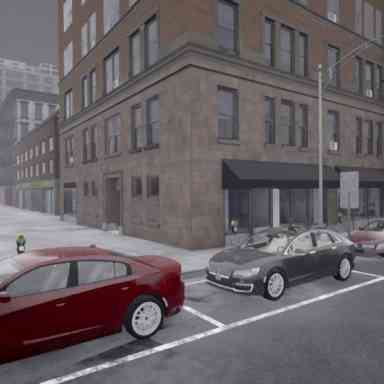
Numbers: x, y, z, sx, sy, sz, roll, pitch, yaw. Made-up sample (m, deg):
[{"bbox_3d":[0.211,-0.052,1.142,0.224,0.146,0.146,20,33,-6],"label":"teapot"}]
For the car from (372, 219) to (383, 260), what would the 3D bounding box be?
[{"bbox_3d":[6.859,1.580,11.458,4.206,1.307,1.802,0,-1,-36],"label":"car"}]

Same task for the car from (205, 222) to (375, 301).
[{"bbox_3d":[2.319,1.549,8.208,4.403,1.369,2.008,0,-1,-36],"label":"car"}]

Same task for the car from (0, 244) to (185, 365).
[{"bbox_3d":[-2.221,1.544,4.958,4.507,1.381,1.887,0,-1,-36],"label":"car"}]
